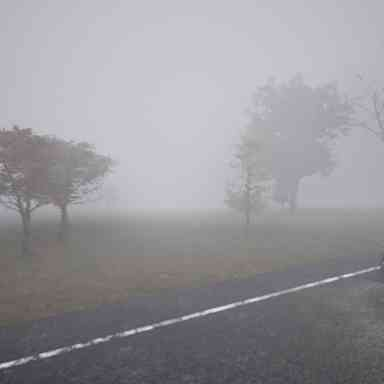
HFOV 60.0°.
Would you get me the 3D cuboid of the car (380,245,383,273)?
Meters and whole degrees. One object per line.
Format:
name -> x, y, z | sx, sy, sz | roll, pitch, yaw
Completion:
car -> 7.032, 1.350, 8.888 | 4.553, 1.767, 2.097 | 0, 0, -35
